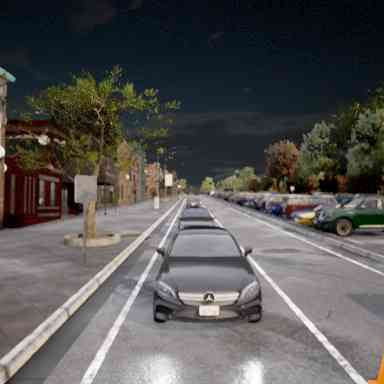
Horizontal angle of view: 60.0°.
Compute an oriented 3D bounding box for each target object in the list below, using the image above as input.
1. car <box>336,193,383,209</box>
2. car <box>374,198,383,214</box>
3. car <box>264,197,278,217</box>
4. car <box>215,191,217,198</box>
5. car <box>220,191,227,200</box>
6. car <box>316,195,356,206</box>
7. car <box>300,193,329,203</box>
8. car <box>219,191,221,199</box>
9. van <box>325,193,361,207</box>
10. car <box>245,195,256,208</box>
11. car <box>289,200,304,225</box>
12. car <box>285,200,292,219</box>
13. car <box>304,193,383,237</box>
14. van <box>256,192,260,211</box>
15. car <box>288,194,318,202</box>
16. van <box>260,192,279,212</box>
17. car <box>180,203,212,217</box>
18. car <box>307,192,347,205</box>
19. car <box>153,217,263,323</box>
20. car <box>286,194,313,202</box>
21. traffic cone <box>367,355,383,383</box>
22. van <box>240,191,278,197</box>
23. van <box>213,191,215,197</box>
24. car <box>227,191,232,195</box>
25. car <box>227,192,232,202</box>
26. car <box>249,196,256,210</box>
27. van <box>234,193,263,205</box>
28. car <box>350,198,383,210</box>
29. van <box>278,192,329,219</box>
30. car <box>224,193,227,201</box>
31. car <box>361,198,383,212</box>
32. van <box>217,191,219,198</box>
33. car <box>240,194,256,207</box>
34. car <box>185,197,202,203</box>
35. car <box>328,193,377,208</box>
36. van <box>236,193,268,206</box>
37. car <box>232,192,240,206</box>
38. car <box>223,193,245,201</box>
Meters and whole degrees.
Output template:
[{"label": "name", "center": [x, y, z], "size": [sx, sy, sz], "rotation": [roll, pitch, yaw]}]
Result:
[{"label": "car", "center": [22.175, 1.150, 43.476], "size": [5.566, 2.045, 2.435], "rotation": [0, 0, 0]}, {"label": "car", "center": [22.441, 1.442, 35.150], "size": [5.366, 1.575, 1.946], "rotation": [0, 0, 0]}, {"label": "car", "center": [9.213, 1.458, 28.751], "size": [5.008, 1.535, 2.097], "rotation": [0, 0, 0]}, {"label": "car", "center": [8.870, 1.059, 82.020], "size": [5.008, 1.535, 2.097], "rotation": [0, 1, 0]}, {"label": "car", "center": [8.955, 0.959, 65.199], "size": [5.566, 2.045, 2.435], "rotation": [0, 1, 0]}, {"label": "car", "center": [22.336, 1.329, 51.807], "size": [5.366, 1.575, 1.946], "rotation": [0, 1, 0]}, {"label": "car", "center": [22.127, 1.132, 60.133], "size": [4.553, 1.767, 2.185], "rotation": [0, 1, 0]}, {"label": "car", "center": [8.937, 0.934, 68.002], "size": [5.566, 2.045, 2.435], "rotation": [0, 1, 0]}, {"label": "van", "center": [22.284, 1.131, 49.030], "size": [4.442, 1.987, 1.878], "rotation": [0, 1, 0]}, {"label": "car", "center": [9.143, 1.463, 39.971], "size": [4.674, 1.452, 2.002], "rotation": [0, 0, 0]}, {"label": "car", "center": [9.087, 1.465, 20.340], "size": [5.366, 1.575, 1.946], "rotation": [0, 0, 0]}, {"label": "car", "center": [9.257, 1.505, 23.145], "size": [4.674, 1.452, 2.002], "rotation": [0, 0, 0]}, {"label": "car", "center": [9.262, 1.220, 17.537], "size": [5.566, 2.045, 2.435], "rotation": [0, 0, 0]}, {"label": "van", "center": [9.299, 1.220, 34.360], "size": [4.442, 1.987, 1.878], "rotation": [0, 0, 0]}, {"label": "car", "center": [21.875, 1.204, 65.683], "size": [5.366, 1.575, 1.946], "rotation": [0, 1, 0]}, {"label": "van", "center": [9.083, 1.228, 31.557], "size": [4.442, 1.987, 1.878], "rotation": [0, 0, 0]}, {"label": "car", "center": [0.204, 1.531, 17.917], "size": [2.033, 1.411, 5.357], "rotation": [0, 0, 0]}, {"label": "car", "center": [22.161, 1.056, 54.580], "size": [5.566, 2.045, 2.435], "rotation": [0, 1, 0]}, {"label": "car", "center": [0.256, 1.524, 7.338], "size": [1.812, 1.442, 4.674], "rotation": [0, 0, 0]}, {"label": "car", "center": [22.048, 1.184, 68.460], "size": [4.892, 1.521, 2.231], "rotation": [0, 1, 0]}, {"label": "traffic cone", "center": [2.245, 1.957, 3.775], "size": [0.340, 0.580, 0.340], "rotation": [0, 0, 0]}, {"label": "van", "center": [9.227, 1.160, 45.580], "size": [4.442, 1.987, 1.878], "rotation": [0, 0, 0]}, {"label": "van", "center": [8.705, 0.758, 90.427], "size": [4.442, 1.987, 1.878], "rotation": [0, 1, 0]}, {"label": "car", "center": [9.051, 1.135, 59.594], "size": [4.553, 1.767, 2.185], "rotation": [0, 1, 0]}, {"label": "car", "center": [9.031, 1.287, 56.792], "size": [4.892, 1.521, 2.231], "rotation": [0, 1, 0]}, {"label": "car", "center": [9.193, 1.467, 37.163], "size": [4.792, 1.488, 2.163], "rotation": [0, 0, 0]}, {"label": "van", "center": [9.172, 1.085, 53.988], "size": [4.442, 1.987, 1.878], "rotation": [0, 1, 0]}, {"label": "car", "center": [22.250, 1.449, 40.704], "size": [4.792, 1.488, 2.163], "rotation": [0, 0, 0]}, {"label": "van", "center": [9.353, 1.236, 25.948], "size": [4.442, 1.987, 1.878], "rotation": [0, 0, 0]}, {"label": "car", "center": [8.999, 1.275, 62.399], "size": [4.674, 1.452, 2.002], "rotation": [0, 1, 0]}, {"label": "car", "center": [22.210, 1.466, 37.920], "size": [4.792, 1.488, 2.163], "rotation": [0, 0, 0]}, {"label": "van", "center": [8.777, 0.859, 79.214], "size": [4.442, 1.987, 1.878], "rotation": [0, 1, 0]}, {"label": "car", "center": [9.134, 1.406, 42.774], "size": [4.892, 1.521, 2.231], "rotation": [0, 0, 0]}, {"label": "car", "center": [0.171, 1.377, 43.889], "size": [2.128, 1.511, 4.902], "rotation": [0, 0, 0]}, {"label": "car", "center": [22.214, 1.131, 46.253], "size": [5.566, 2.045, 2.435], "rotation": [0, 1, 0]}, {"label": "van", "center": [9.190, 1.110, 51.185], "size": [4.442, 1.987, 1.878], "rotation": [0, 1, 0]}, {"label": "car", "center": [9.064, 1.110, 48.380], "size": [5.566, 2.045, 2.435], "rotation": [0, 1, 0]}, {"label": "car", "center": [8.916, 1.034, 70.806], "size": [4.553, 1.767, 2.185], "rotation": [0, 1, 0]}]
